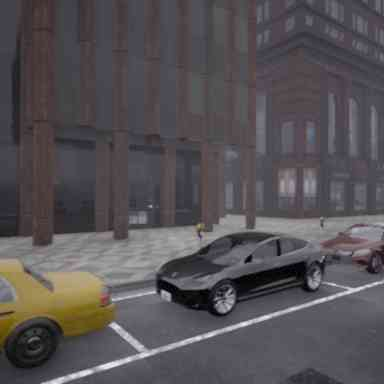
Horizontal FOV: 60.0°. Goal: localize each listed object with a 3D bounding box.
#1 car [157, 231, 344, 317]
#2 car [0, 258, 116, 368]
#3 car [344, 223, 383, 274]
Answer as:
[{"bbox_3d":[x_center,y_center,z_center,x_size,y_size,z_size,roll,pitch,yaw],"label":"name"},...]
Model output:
[{"bbox_3d":[1.287,1.611,7.566,4.313,1.339,1.947,1,0,-35],"label":"car"},{"bbox_3d":[-3.441,1.521,4.196,4.829,1.417,1.752,1,0,-35],"label":"car"},{"bbox_3d":[5.877,1.677,10.838,4.206,1.307,1.802,1,0,-35],"label":"car"}]
